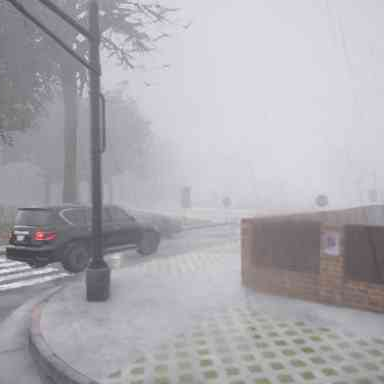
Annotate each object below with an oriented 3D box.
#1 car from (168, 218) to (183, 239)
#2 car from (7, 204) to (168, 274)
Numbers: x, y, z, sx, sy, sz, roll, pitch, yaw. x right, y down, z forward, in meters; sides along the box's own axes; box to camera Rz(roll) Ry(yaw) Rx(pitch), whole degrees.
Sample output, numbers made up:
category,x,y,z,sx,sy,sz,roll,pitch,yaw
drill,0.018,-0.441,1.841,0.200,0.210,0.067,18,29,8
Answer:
category,x,y,z,sx,sy,sz,roll,pitch,yaw
car,-2.573,1.885,17.429,2.033,1.411,5.357,-2,-2,32
car,-3.442,1.435,11.695,2.150,2.045,5.566,-2,-2,31
